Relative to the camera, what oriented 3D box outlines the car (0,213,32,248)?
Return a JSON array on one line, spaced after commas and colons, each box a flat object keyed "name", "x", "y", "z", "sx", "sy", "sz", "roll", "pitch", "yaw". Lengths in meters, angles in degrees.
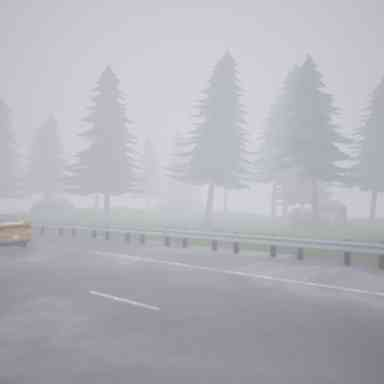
[{"name": "car", "x": -9.014, "y": 1.625, "z": 14.332, "sx": 5.008, "sy": 1.535, "sz": 1.882, "roll": 0, "pitch": 0, "yaw": 31}]
